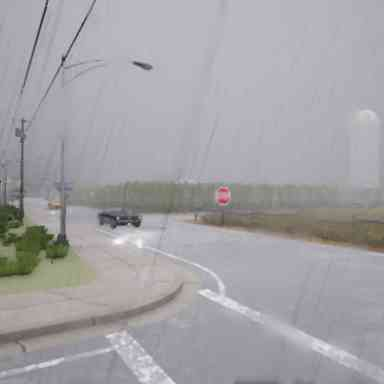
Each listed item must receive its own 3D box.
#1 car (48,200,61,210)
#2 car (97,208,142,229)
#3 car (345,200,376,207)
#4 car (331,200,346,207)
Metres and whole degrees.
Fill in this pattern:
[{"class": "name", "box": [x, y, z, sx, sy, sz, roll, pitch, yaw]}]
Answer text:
[{"class": "car", "box": [-19.453, 1.828, 47.816, 1.882, 1.535, 5.008, 1, -1, -30]}, {"class": "car", "box": [-5.117, 1.774, 23.223, 1.895, 1.301, 4.718, 1, -1, -30]}, {"class": "car", "box": [24.628, 1.981, 47.555, 4.892, 1.490, 1.837, 0, 0, -30]}, {"class": "car", "box": [23.073, 2.009, 50.237, 4.902, 1.511, 2.128, 0, 0, -30]}]
